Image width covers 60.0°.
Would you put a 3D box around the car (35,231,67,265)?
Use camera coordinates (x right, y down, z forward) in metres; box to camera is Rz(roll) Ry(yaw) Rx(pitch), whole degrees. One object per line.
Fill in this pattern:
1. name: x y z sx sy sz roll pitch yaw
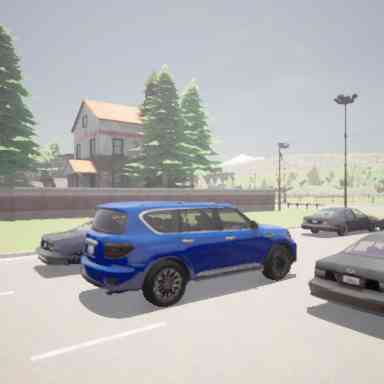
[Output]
1. car: -2.105 1.546 10.847 5.357 1.411 2.033 0 0 -35

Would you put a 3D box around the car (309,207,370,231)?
1. car: 8.233 1.547 18.224 5.357 1.411 2.033 0 0 -36

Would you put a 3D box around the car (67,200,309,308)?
1. car: 0.166 1.223 8.176 5.566 2.045 2.150 0 0 -35

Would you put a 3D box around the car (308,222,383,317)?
1. car: 4.741 1.547 7.134 5.357 1.411 2.033 0 0 -36

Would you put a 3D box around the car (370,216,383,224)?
1. car: 10.671 1.504 15.665 4.892 1.490 1.837 0 0 -35
